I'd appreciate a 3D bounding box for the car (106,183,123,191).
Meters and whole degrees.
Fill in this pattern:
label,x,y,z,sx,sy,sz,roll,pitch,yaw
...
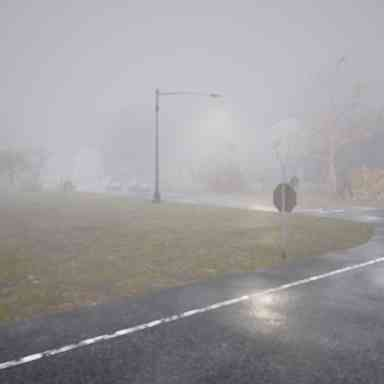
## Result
label,x,y,z,sx,sy,sz,roll,pitch,yaw
car,-14.509,-0.963,62.087,1.812,1.442,4.674,-1,2,-36

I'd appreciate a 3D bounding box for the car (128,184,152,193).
label,x,y,z,sx,sy,sz,roll,pitch,yaw
car,-8.432,-0.606,53.621,2.033,1.411,5.357,-1,3,-36
